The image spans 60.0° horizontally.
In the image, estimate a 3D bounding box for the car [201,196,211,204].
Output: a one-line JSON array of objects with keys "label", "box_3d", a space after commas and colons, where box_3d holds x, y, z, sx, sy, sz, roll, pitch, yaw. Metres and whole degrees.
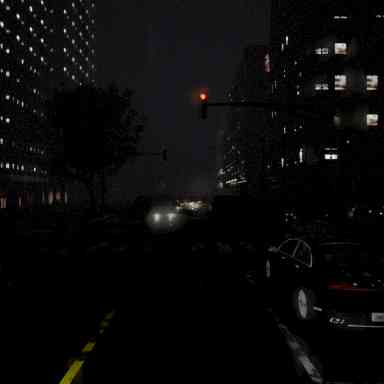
[{"label": "car", "box_3d": [2.792, 1.578, 67.101, 1.752, 1.417, 4.829, 0, 0, 0]}]

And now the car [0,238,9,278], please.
[{"label": "car", "box_3d": [-5.680, 1.545, 6.942, 1.887, 1.381, 4.507, 0, 0, 0]}]

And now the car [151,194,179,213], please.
[{"label": "car", "box_3d": [-3.041, 1.239, 38.212, 2.150, 2.045, 5.566, 0, 0, 0]}]

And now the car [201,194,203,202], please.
[{"label": "car", "box_3d": [2.783, 1.610, 61.408, 1.947, 1.339, 4.313, 0, 0, 0]}]

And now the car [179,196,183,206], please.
[{"label": "car", "box_3d": [-3.008, 1.390, 53.545, 2.097, 1.767, 4.553, 0, 0, 0]}]

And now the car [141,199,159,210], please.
[{"label": "car", "box_3d": [-5.623, 1.592, 44.853, 1.947, 1.339, 4.313, 0, 0, 0]}]

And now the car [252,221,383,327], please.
[{"label": "car", "box_3d": [2.700, 1.551, 6.929, 2.008, 1.369, 4.403, 0, 0, 0]}]

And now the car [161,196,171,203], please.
[{"label": "car", "box_3d": [-5.581, 1.627, 72.468, 1.947, 1.339, 4.313, 0, 0, 0]}]

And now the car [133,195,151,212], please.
[{"label": "car", "box_3d": [-5.632, 1.336, 39.330, 2.192, 1.841, 5.009, 0, 0, 0]}]

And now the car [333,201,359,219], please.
[{"label": "car", "box_3d": [13.466, 1.350, 26.318, 4.403, 1.369, 2.008, -1, 1, 0]}]

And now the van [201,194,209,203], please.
[{"label": "van", "box_3d": [2.799, 1.402, 72.455, 1.690, 1.788, 3.998, 0, 0, 0]}]

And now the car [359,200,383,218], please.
[{"label": "car", "box_3d": [15.473, 0.994, 23.757, 5.566, 2.045, 2.150, -1, 0, 0]}]

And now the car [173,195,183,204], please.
[{"label": "car", "box_3d": [-2.896, 1.532, 68.792, 1.882, 1.535, 5.008, 0, 1, 0]}]

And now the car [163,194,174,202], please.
[{"label": "car", "box_3d": [-5.573, 1.386, 77.990, 2.192, 1.841, 5.009, 0, 0, 0]}]

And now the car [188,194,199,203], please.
[{"label": "car", "box_3d": [0.104, 1.581, 69.058, 1.812, 1.442, 4.674, 0, 0, 0]}]

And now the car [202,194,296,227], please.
[{"label": "car", "box_3d": [3.807, 1.216, 21.598, 5.566, 2.045, 2.150, 0, 2, 29]}]
